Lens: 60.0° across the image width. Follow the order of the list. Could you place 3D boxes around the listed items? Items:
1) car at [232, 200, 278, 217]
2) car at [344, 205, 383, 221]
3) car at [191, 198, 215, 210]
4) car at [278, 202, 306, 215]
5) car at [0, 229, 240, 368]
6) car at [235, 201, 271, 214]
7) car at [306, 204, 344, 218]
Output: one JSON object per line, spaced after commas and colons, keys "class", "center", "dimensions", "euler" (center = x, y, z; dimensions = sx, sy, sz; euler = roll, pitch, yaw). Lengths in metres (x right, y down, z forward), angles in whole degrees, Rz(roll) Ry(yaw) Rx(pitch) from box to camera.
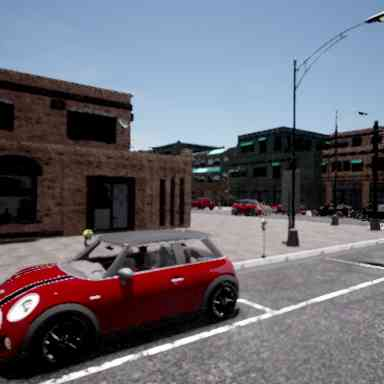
{"class": "car", "center": [6.256, 1.601, 34.825], "dimensions": [2.097, 1.767, 4.553], "euler": [1, -1, -35]}
{"class": "car", "center": [15.720, 1.744, 27.116], "dimensions": [2.033, 1.411, 5.357], "euler": [1, -1, -36]}
{"class": "car", "center": [1.526, 1.822, 51.775], "dimensions": [2.192, 1.841, 5.009], "euler": [1, -1, -35]}
{"class": "car", "center": [11.020, 1.789, 38.102], "dimensions": [1.967, 1.590, 4.097], "euler": [1, -1, -35]}
{"class": "car", "center": [-1.170, 1.444, 5.709], "dimensions": [4.097, 1.590, 1.967], "euler": [0, 1, -35]}
{"class": "car", "center": [7.758, 1.928, 42.797], "dimensions": [1.752, 1.417, 4.829], "euler": [1, -1, -35]}
{"class": "car", "center": [14.184, 1.861, 33.543], "dimensions": [1.947, 1.339, 4.313], "euler": [1, -1, -35]}
